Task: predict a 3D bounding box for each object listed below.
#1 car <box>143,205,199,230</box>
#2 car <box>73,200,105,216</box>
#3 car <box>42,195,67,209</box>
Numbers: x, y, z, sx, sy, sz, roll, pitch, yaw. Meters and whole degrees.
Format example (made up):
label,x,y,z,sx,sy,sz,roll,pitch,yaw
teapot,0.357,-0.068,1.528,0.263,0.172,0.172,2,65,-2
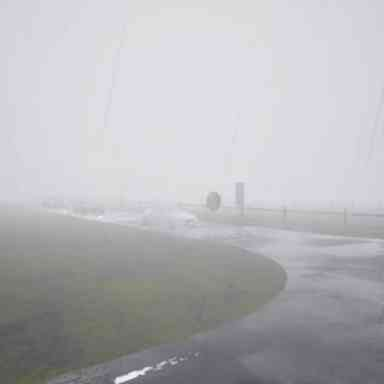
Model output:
label,x,y,z,sx,sy,sz,roll,pitch,yaw
car,-1.518,1.587,21.746,1.812,1.442,4.674,0,1,-39
car,-10.099,1.527,32.561,1.994,1.385,4.181,0,0,-38
car,-17.549,1.208,42.377,2.097,1.767,4.553,0,0,-37
